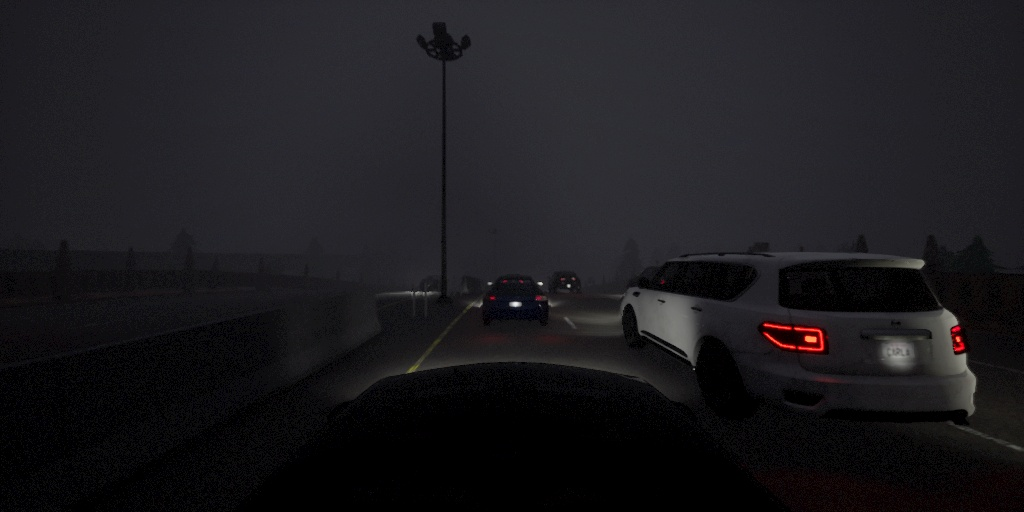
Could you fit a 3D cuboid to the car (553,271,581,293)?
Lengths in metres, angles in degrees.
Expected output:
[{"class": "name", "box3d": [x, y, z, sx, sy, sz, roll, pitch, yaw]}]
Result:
[{"class": "car", "box3d": [3.596, 1.820, 25.120, 1.837, 1.490, 4.892, 0, -4, 0]}]

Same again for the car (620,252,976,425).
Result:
[{"class": "car", "box3d": [3.598, 0.972, 6.029, 2.150, 2.045, 5.566, 0, 0, 0]}]

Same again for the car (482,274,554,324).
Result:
[{"class": "car", "box3d": [0.099, 1.340, 11.986, 1.994, 1.385, 4.181, 0, -1, 0]}]

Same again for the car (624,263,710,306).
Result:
[{"class": "car", "box3d": [7.098, 1.252, 17.079, 2.097, 1.767, 4.553, 0, -2, 0]}]

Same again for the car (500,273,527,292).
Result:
[{"class": "car", "box3d": [0.096, 2.238, 29.843, 2.033, 1.411, 5.357, 0, -5, 0]}]

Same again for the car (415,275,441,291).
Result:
[{"class": "car", "box3d": [-7.080, 2.477, 32.931, 2.128, 1.511, 4.902, 0, -6, 0]}]
